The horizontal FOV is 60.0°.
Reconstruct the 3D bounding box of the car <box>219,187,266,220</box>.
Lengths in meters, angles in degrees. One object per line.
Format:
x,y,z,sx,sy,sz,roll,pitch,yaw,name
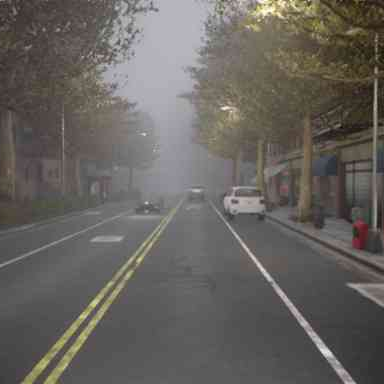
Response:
3.291,0.658,21.648,2.435,2.045,5.566,0,2,1,car

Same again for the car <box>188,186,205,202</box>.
0.538,0.421,40.403,2.128,1.511,4.902,0,2,1,car

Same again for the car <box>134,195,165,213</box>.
-3.208,0.908,26.358,2.033,1.411,5.357,0,2,1,car

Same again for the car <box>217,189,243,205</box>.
4.041,0.532,36.008,2.231,1.521,4.892,0,2,1,car
